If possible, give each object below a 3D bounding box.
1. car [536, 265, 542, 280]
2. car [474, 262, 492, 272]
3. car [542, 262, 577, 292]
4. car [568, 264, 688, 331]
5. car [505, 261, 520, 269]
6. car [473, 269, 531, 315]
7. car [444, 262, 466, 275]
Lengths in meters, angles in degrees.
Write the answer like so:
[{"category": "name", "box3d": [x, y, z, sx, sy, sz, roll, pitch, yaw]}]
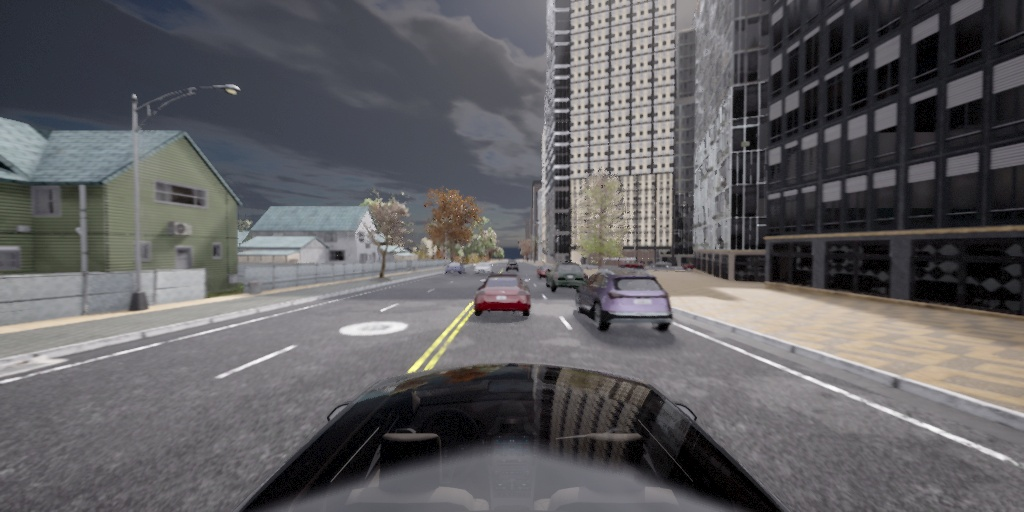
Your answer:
[{"category": "car", "box3d": [3.261, 1.474, 33.224, 1.895, 1.301, 4.718, 0, 0, 0]}, {"category": "car", "box3d": [-3.319, 1.436, 41.680, 1.812, 1.442, 4.674, 0, 0, 0]}, {"category": "car", "box3d": [3.257, 1.180, 22.161, 2.097, 1.767, 4.553, 0, 0, 0]}, {"category": "car", "box3d": [3.254, 1.216, 11.187, 2.033, 1.649, 4.856, 0, 0, 0]}, {"category": "car", "box3d": [0.047, 1.457, 50.742, 1.837, 1.490, 4.892, 0, 0, 1]}, {"category": "car", "box3d": [-0.290, 1.359, 13.855, 1.994, 1.385, 4.181, 0, 0, 2]}, {"category": "car", "box3d": [-6.569, 1.436, 41.685, 1.812, 1.442, 4.674, 0, 0, 0]}]
